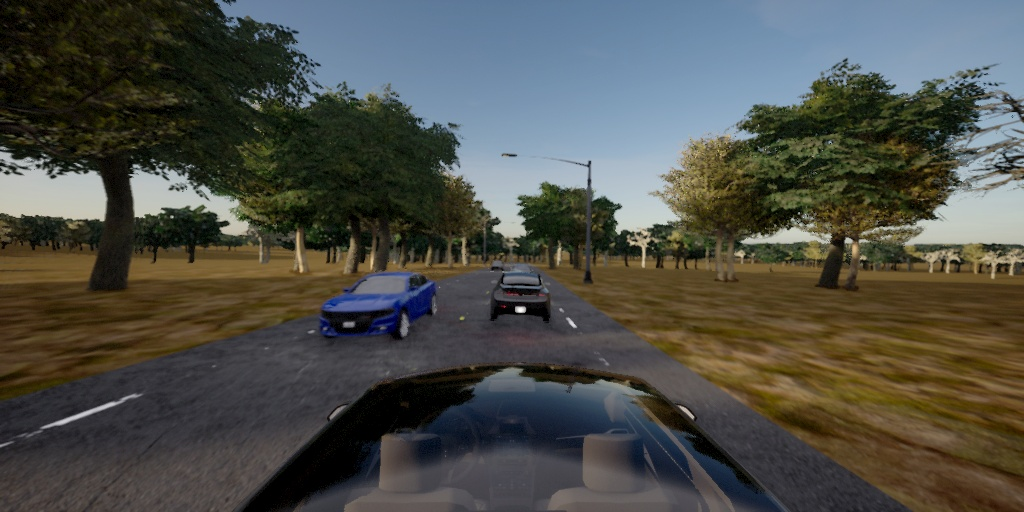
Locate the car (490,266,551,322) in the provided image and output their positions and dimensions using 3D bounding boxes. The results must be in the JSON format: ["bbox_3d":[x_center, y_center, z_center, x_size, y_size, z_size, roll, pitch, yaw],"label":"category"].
[{"bbox_3d":[0.299,1.281,12.526,1.837,1.490,4.892,2,0,1],"label":"car"}]

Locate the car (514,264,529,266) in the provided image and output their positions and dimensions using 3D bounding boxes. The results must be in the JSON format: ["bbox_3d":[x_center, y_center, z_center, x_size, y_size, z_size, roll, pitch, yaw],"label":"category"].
[{"bbox_3d":[0.832,1.431,31.481,2.033,1.411,5.357,2,0,2],"label":"car"}]

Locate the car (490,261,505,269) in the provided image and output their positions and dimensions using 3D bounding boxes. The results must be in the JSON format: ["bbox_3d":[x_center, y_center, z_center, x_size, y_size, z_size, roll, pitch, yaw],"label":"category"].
[{"bbox_3d":[-2.139,1.500,53.942,1.837,1.490,4.892,1,0,2],"label":"car"}]

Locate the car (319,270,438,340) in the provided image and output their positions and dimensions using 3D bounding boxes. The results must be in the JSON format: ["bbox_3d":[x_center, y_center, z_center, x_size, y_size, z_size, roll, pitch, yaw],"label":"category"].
[{"bbox_3d":[-3.496,1.200,10.281,1.882,1.535,5.008,-1,0,1],"label":"car"}]
